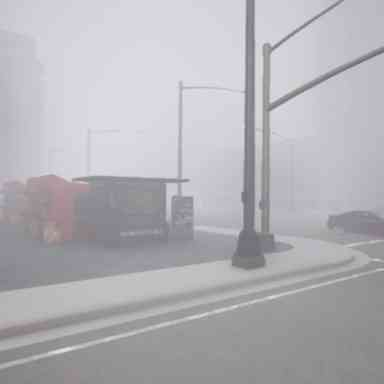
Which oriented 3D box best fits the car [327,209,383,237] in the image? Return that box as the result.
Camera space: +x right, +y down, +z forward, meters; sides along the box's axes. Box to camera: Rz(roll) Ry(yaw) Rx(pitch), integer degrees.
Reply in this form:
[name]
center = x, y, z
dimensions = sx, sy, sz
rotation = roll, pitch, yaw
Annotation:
[car]
center = 10.131, 1.770, 18.626
dimensions = 1.882, 1.535, 5.008
rotation = 1, 0, -36
